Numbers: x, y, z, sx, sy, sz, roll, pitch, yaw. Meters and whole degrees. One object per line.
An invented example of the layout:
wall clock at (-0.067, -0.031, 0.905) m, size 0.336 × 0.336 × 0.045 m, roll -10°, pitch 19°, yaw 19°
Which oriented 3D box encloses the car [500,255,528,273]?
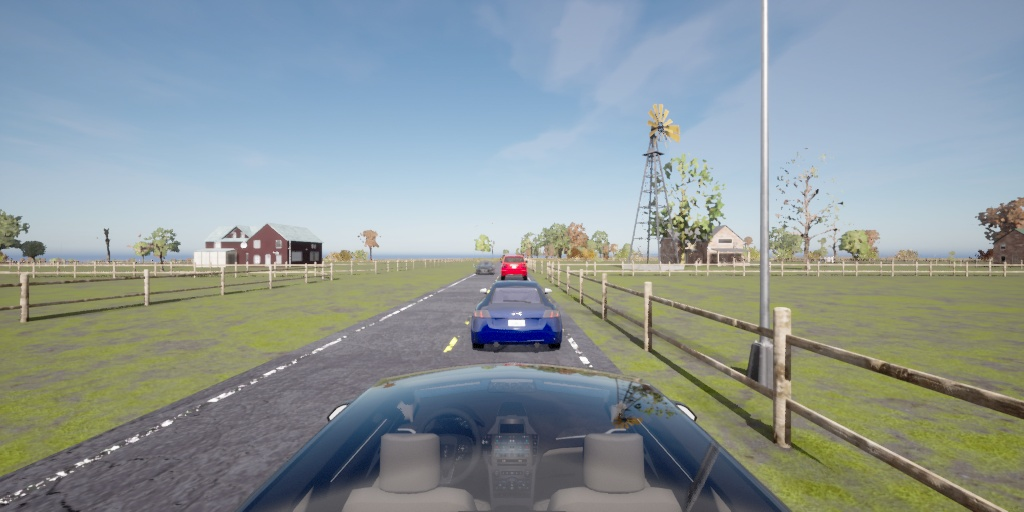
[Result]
car at (0.176, 0.966, 30.720) m, size 2.150 × 2.045 × 5.566 m, roll 0°, pitch 0°, yaw 0°

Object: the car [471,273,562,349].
car at (0.100, 1.313, 9.195) m, size 1.994 × 1.385 × 4.181 m, roll 0°, pitch 0°, yaw 0°

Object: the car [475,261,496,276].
car at (-2.736, 1.246, 37.623) m, size 1.837 × 1.490 × 4.892 m, roll 0°, pitch 0°, yaw 0°
